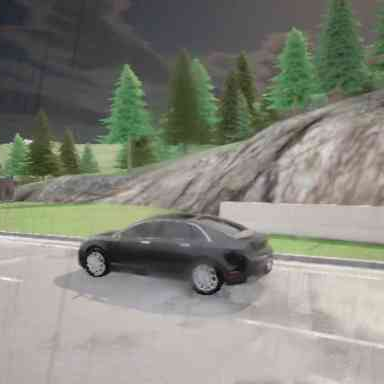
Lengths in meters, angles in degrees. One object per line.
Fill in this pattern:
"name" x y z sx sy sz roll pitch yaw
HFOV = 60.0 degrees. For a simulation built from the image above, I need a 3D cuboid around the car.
"car" -0.560 1.278 7.967 4.892 1.490 1.837 0 1 28
